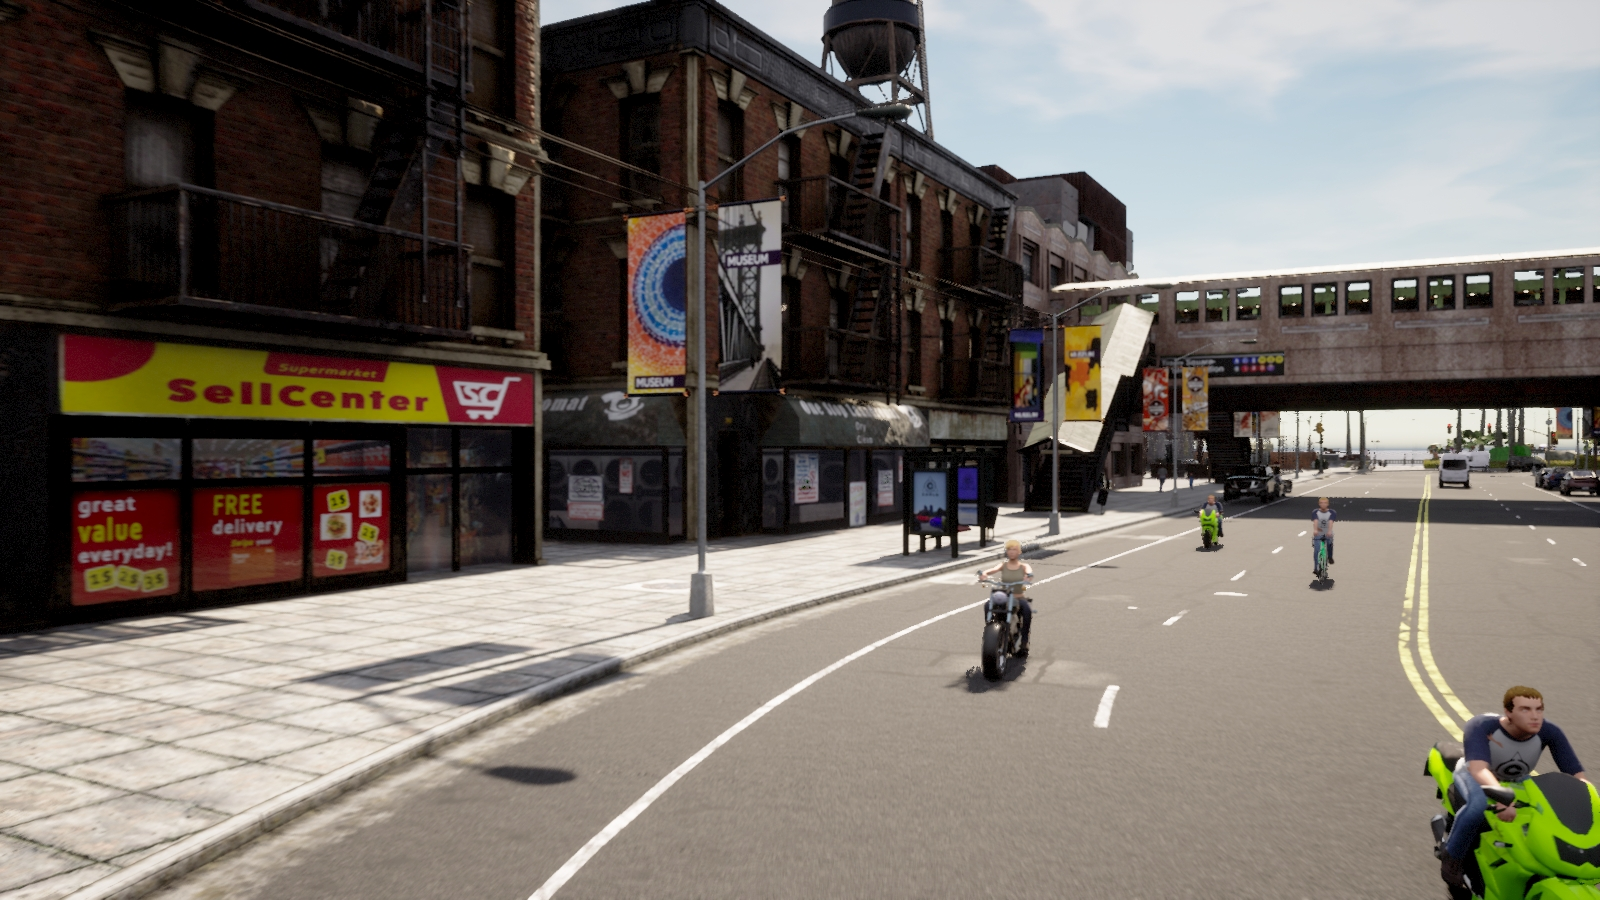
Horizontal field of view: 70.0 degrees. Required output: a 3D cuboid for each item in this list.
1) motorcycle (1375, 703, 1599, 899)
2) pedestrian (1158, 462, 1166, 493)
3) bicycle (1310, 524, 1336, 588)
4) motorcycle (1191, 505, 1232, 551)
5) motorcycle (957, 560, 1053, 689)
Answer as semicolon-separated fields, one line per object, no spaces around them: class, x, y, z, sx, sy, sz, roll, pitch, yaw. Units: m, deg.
motorcycle;3.942;2.214;6.318;0.803;1.145;2.033;1;0;10
pedestrian;22.347;1.702;70.609;0.375;1.860;0.375;0;0;35
bicycle;11.048;2.208;24.112;0.373;1.196;1.643;0;0;29
motorcycle;11.807;2.215;32.752;0.803;1.145;2.033;0;0;29
motorcycle;2.671;2.170;14.664;0.764;1.277;2.356;0;0;22
